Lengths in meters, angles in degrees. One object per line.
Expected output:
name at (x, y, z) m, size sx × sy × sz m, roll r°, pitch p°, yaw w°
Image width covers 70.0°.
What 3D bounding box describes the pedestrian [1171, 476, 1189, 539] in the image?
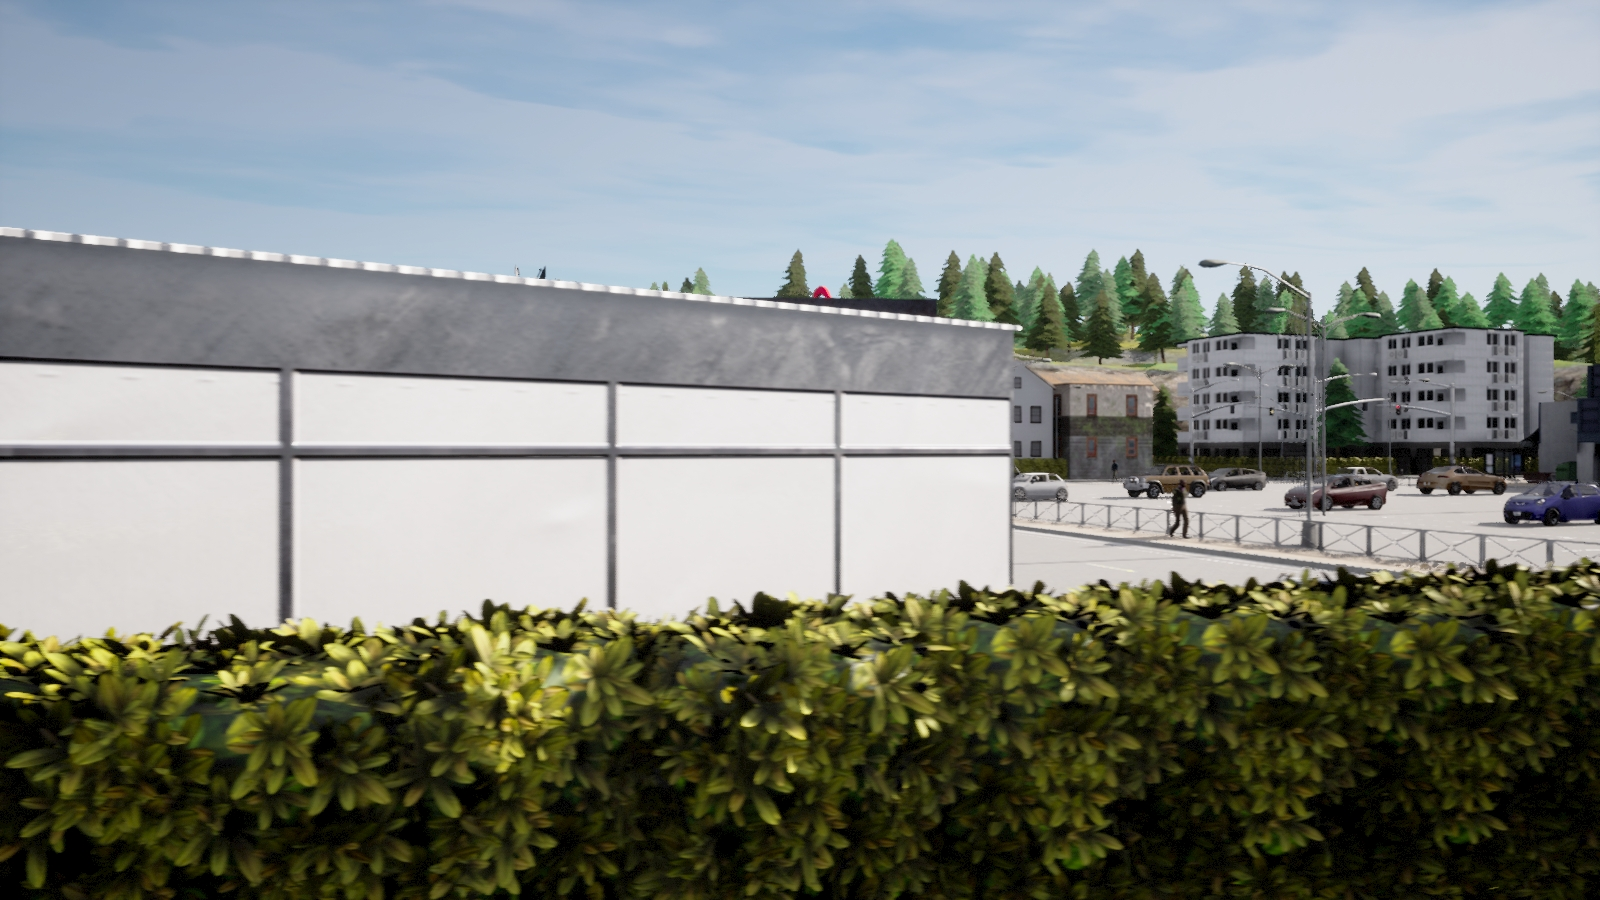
pedestrian at (11.287, 1.695, 33.945) m, size 0.375 × 1.860 × 0.375 m, roll 0°, pitch 0°, yaw -20°
